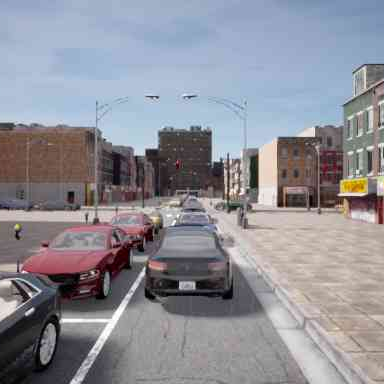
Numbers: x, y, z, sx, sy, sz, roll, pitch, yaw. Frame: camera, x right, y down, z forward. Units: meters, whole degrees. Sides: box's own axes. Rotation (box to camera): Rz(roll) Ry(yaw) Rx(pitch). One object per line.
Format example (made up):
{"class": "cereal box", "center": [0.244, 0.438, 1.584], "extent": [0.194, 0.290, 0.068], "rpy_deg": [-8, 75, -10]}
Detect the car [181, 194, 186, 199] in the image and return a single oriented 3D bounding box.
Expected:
{"class": "car", "center": [-2.536, 1.411, 56.843], "extent": [2.192, 1.841, 5.009], "rpy_deg": [0, 0, 0]}

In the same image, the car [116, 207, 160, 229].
{"class": "car", "center": [-2.610, 1.553, 13.949], "extent": [1.887, 1.381, 4.507], "rpy_deg": [0, 0, 0]}

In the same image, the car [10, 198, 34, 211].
{"class": "car", "center": [-21.671, 1.457, 39.477], "extent": [5.357, 1.411, 2.033], "rpy_deg": [0, 0, 0]}

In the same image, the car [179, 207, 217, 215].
{"class": "car", "center": [0.121, 1.611, 15.684], "extent": [1.895, 1.301, 4.718], "rpy_deg": [0, 0, 0]}

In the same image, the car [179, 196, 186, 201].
{"class": "car", "center": [-2.481, 1.757, 89.508], "extent": [1.887, 1.381, 4.507], "rpy_deg": [0, 0, 0]}

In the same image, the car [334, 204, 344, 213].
{"class": "car", "center": [19.598, 1.788, 39.614], "extent": [5.008, 1.535, 1.882], "rpy_deg": [1, 0, 0]}

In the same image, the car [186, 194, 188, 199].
{"class": "car", "center": [-2.500, 1.695, 78.449], "extent": [1.752, 1.417, 4.829], "rpy_deg": [0, 0, 0]}

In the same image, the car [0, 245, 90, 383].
{"class": "car", "center": [-2.629, 1.552, 2.960], "extent": [2.008, 1.369, 4.403], "rpy_deg": [0, 0, 0]}

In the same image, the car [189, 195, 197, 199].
{"class": "car", "center": [0.141, 1.778, 81.695], "extent": [1.895, 1.301, 4.718], "rpy_deg": [0, 0, 0]}

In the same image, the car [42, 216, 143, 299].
{"class": "car", "center": [-2.619, 1.548, 8.454], "extent": [1.887, 1.381, 4.507], "rpy_deg": [0, 0, 0]}

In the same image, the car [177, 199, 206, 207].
{"class": "car", "center": [0.156, 1.530, 25.985], "extent": [1.837, 1.490, 4.892], "rpy_deg": [0, 0, 2]}

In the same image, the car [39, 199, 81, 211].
{"class": "car", "center": [-14.474, 1.505, 36.553], "extent": [4.181, 1.385, 1.994], "rpy_deg": [0, 0, 0]}

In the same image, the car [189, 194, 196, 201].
{"class": "car", "center": [0.159, 1.576, 91.860], "extent": [2.097, 1.767, 4.553], "rpy_deg": [0, 0, 0]}

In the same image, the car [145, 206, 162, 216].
{"class": "car", "center": [-2.601, 1.540, 19.272], "extent": [1.752, 1.417, 4.829], "rpy_deg": [0, 0, 0]}

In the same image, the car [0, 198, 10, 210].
{"class": "car", "center": [-23.226, 1.383, 36.525], "extent": [4.892, 1.490, 1.837], "rpy_deg": [0, 0, 0]}

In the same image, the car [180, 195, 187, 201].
{"class": "car", "center": [-2.471, 1.672, 94.952], "extent": [1.967, 1.590, 4.097], "rpy_deg": [0, 0, 0]}

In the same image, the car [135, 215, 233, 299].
{"class": "car", "center": [-0.041, 1.529, 8.320], "extent": [1.812, 1.442, 4.674], "rpy_deg": [0, 0, 1]}

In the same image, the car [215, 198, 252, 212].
{"class": "car", "center": [4.992, 1.470, 40.172], "extent": [4.553, 1.767, 2.097], "rpy_deg": [1, 0, 9]}

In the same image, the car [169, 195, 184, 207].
{"class": "car", "center": [-2.546, 1.606, 51.230], "extent": [1.752, 1.417, 4.829], "rpy_deg": [0, 0, 0]}
